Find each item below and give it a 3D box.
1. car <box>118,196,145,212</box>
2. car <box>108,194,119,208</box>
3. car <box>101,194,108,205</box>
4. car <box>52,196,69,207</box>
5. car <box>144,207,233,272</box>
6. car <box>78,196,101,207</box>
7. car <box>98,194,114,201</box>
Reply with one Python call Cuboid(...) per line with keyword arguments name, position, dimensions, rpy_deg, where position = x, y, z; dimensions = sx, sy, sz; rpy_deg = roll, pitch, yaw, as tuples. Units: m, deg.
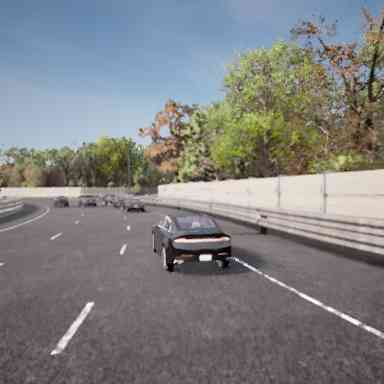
Cuboid(name="car", position=(-6.377, 1.404, 35.805), dimensions=(1.994, 1.385, 4.181), rpy_deg=(0, 0, -19))
Cuboid(name="car", position=(-9.350, 1.304, 43.528), dimensions=(2.128, 1.511, 4.902), rpy_deg=(0, 0, -19))
Cuboid(name="car", position=(-11.709, 1.299, 49.074), dimensions=(1.837, 1.490, 4.892), rpy_deg=(0, 1, -28))
Cuboid(name="car", position=(-18.424, 1.338, 46.631), dimensions=(1.837, 1.490, 4.892), rpy_deg=(0, 1, -28))
Cuboid(name="car", position=(-0.190, 1.436, 10.763), dimensions=(2.128, 1.511, 4.902), rpy_deg=(0, 0, -13))
Cuboid(name="car", position=(-15.016, 1.361, 47.673), dimensions=(2.033, 1.411, 5.357), rpy_deg=(0, 0, -28))
Cuboid(name="car", position=(-20.063, 1.203, 77.814), dimensions=(2.128, 1.511, 4.902), rpy_deg=(0, 0, 5))
